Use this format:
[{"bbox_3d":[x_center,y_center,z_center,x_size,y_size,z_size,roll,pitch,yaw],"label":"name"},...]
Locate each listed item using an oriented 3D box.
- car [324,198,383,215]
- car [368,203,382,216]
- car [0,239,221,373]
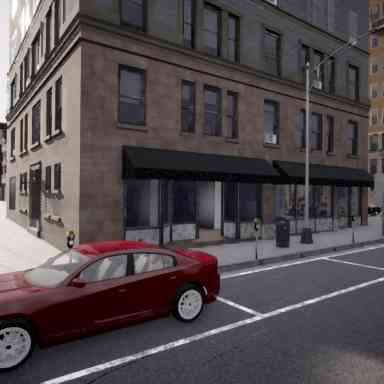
[{"bbox_3d":[16.242,1.411,33.322,2.033,1.411,5.357,1,0,-35],"label":"car"},{"bbox_3d":[14.477,1.444,30.170,1.895,1.301,4.718,1,0,-35],"label":"car"},{"bbox_3d":[-1.564,1.545,5.638,4.507,1.381,1.887,0,1,-35],"label":"car"}]
